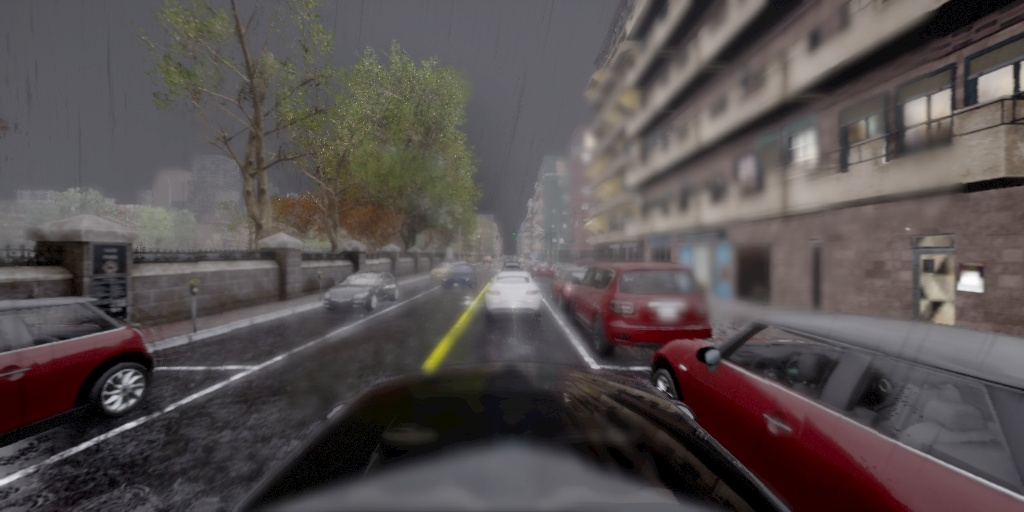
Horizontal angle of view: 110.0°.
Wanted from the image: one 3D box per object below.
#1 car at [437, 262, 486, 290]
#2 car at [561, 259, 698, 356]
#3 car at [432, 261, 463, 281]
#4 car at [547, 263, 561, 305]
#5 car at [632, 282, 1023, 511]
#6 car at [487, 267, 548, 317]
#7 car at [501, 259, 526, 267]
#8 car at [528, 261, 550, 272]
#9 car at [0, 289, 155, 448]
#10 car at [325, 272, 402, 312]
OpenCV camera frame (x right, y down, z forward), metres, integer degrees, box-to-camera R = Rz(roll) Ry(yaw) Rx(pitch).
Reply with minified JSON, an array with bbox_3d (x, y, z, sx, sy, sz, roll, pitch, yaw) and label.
[{"bbox_3d":[-3.090,1.317,23.050,2.033,1.411,5.357,0,0,0],"label":"car"},{"bbox_3d":[2.694,1.071,8.570,2.192,1.841,5.009,0,0,0],"label":"car"},{"bbox_3d":[-5.678,1.304,30.923,1.751,1.417,4.829,0,0,0],"label":"car"},{"bbox_3d":[2.696,1.200,14.201,1.967,1.591,4.097,0,0,0],"label":"car"},{"bbox_3d":[2.693,1.191,2.939,1.967,1.591,4.097,0,0,0],"label":"car"},{"bbox_3d":[0.098,1.285,13.047,1.812,1.442,4.674,0,0,0],"label":"car"},{"bbox_3d":[0.108,1.283,31.280,1.837,1.490,4.892,0,0,0],"label":"car"},{"bbox_3d":[2.702,1.219,31.090,1.967,1.591,4.097,0,0,0],"label":"car"},{"bbox_3d":[-5.688,1.191,2.941,1.967,1.591,4.097,0,0,0],"label":"car"},{"bbox_3d":[-5.684,1.311,14.203,2.007,1.370,4.403,0,0,0],"label":"car"}]
